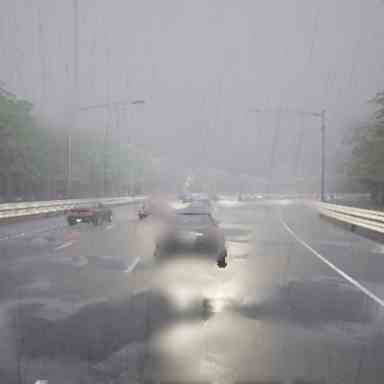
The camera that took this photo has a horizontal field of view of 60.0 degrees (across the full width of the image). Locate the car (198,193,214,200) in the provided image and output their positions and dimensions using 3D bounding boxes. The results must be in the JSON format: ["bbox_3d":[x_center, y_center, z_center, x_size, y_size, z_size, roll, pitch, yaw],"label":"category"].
[{"bbox_3d":[1.883,1.390,49.926,1.882,1.535,5.008,0,0,5],"label":"car"}]

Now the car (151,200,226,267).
[{"bbox_3d":[-0.018,1.348,11.624,2.097,1.767,4.553,0,0,0],"label":"car"}]

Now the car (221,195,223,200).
[{"bbox_3d":[7.238,1.409,88.848,1.895,1.301,4.718,0,0,11],"label":"car"}]

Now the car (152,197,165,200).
[{"bbox_3d":[-5.114,1.459,49.689,1.994,1.385,4.181,0,0,6],"label":"car"}]

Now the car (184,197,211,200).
[{"bbox_3d":[0.601,1.525,32.410,1.994,1.385,4.181,0,0,3],"label":"car"}]

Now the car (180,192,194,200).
[{"bbox_3d":[-0.366,1.232,60.986,2.097,1.767,4.553,0,0,7],"label":"car"}]

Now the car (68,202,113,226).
[{"bbox_3d":[-6.759,1.447,22.525,1.837,1.490,4.892,0,0,2],"label":"car"}]

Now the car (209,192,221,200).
[{"bbox_3d":[4.399,1.089,71.438,2.150,2.045,5.566,0,0,8],"label":"car"}]

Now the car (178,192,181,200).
[{"bbox_3d":[-1.816,1.053,77.264,2.150,2.045,5.566,0,0,9],"label":"car"}]

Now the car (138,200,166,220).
[{"bbox_3d":[-3.055,1.562,27.272,1.895,1.301,4.718,0,0,2],"label":"car"}]
